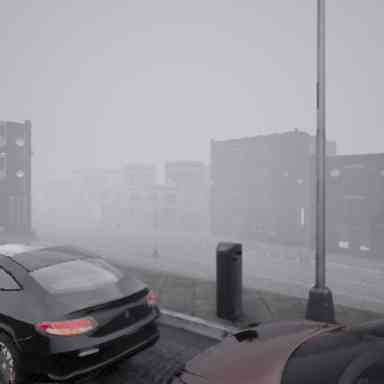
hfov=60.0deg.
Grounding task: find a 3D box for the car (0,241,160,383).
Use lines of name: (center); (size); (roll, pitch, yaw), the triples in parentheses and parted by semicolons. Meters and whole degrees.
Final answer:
car: (-2.581, 1.491, 5.040); (4.674, 1.452, 2.002); (0, 0, 35)
